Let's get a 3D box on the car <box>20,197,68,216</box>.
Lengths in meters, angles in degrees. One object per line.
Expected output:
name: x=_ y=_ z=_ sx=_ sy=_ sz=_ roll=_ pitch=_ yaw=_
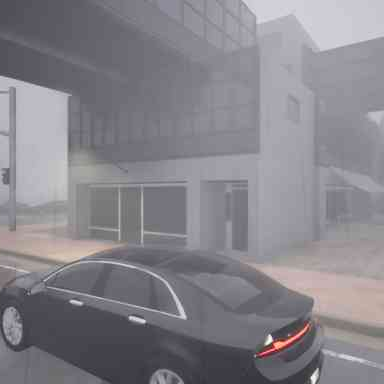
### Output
car: x=-14.000 y=1.505 z=33.205 sx=1.837 sy=1.490 sz=4.892 roll=0 pitch=0 yaw=36

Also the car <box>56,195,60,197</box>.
car: x=-29.522 y=1.364 z=72.196 sx=3.905 sy=1.438 sz=1.784 roll=0 pitch=0 yaw=35

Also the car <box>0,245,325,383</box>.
car: x=-0.809 y=1.505 z=4.569 sx=4.892 sy=1.490 sz=1.837 roll=0 pitch=0 yaw=36

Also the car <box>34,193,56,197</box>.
car: x=-31.249 y=1.153 z=69.870 sx=4.605 sy=1.855 sz=1.932 roll=0 pitch=0 yaw=35

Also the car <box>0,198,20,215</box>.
car: x=-18.377 y=1.564 z=33.151 sx=1.994 sy=1.385 sz=4.181 roll=0 pitch=0 yaw=36
